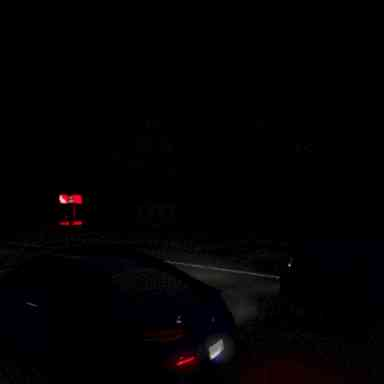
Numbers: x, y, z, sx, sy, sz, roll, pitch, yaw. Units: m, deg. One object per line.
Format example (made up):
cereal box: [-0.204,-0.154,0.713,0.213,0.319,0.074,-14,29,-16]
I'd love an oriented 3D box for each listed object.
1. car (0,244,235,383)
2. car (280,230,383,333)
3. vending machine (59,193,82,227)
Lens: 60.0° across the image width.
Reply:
car: [-1.660,1.516,4.842,4.674,1.442,1.812,0,0,33]
car: [4.255,1.203,5.113,5.566,2.045,2.150,0,0,35]
vending machine: [-7.787,1.149,21.331,0.880,2.100,1.100,0,0,26]
